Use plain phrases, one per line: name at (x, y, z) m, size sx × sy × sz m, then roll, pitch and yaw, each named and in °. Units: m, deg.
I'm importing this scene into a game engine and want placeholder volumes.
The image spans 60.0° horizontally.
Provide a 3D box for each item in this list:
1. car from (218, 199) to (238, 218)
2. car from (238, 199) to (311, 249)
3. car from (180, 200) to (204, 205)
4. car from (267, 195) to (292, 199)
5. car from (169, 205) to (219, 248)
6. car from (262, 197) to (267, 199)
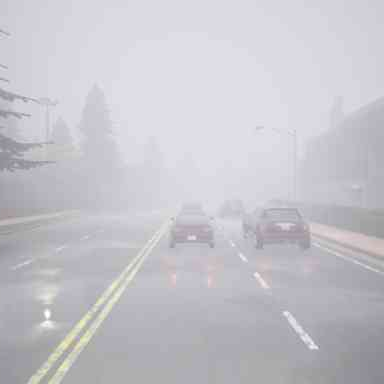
car at (3.500, 1.366, 29.620) m, size 2.097 × 1.767 × 4.553 m, roll 0°, pitch 0°, yaw 0°
car at (3.500, 1.366, 14.620) m, size 2.097 × 1.767 × 4.553 m, roll 0°, pitch 0°, yaw 0°
car at (0.000, 1.485, 29.650) m, size 1.882 × 1.535 × 5.008 m, roll 0°, pitch 0°, yaw 0°
car at (19.468, 1.528, 72.450) m, size 5.357 × 1.411 × 2.033 m, roll 0°, pitch 0°, yaw -32°
car at (0.000, 1.533, 14.650) m, size 1.812 × 1.442 × 4.674 m, roll 0°, pitch 0°, yaw 0°
car at (17.857, 1.504, 75.559) m, size 4.674 × 1.442 × 1.812 m, roll 0°, pitch 0°, yaw -32°
